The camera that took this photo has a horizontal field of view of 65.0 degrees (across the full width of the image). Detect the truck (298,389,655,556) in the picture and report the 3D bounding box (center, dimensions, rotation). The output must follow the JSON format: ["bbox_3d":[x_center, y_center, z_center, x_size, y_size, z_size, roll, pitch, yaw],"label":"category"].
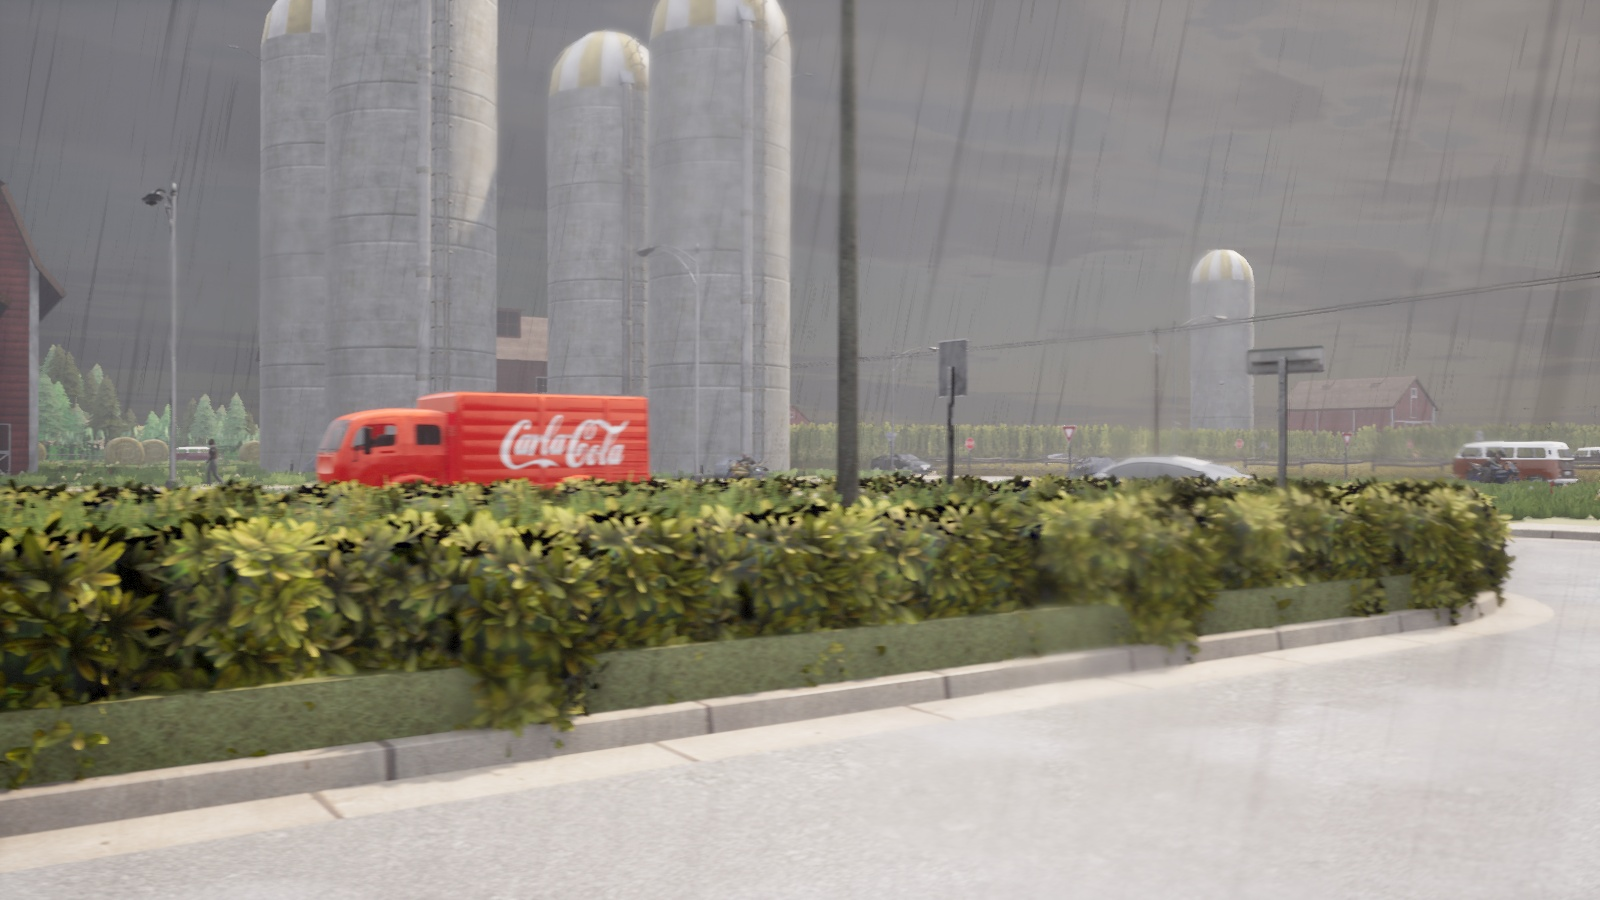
[{"bbox_3d":[-5.375,0.315,21.060,5.204,2.467,2.627,-1,0,-33],"label":"truck"}]

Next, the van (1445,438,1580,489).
[{"bbox_3d":[29.983,0.537,52.943,2.069,2.038,4.480,0,0,-35],"label":"van"}]

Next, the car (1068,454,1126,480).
[{"bbox_3d":[16.682,0.946,70.748,1.994,1.385,4.181,0,0,-4],"label":"car"}]

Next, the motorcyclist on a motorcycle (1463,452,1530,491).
[{"bbox_3d":[27.738,0.844,50.044,0.866,1.530,2.191,0,0,-35],"label":"motorcyclist on a motorcycle"}]

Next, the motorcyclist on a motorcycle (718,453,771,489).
[{"bbox_3d":[-2.435,0.920,55.105,2.191,1.530,0.866,0,0,-36],"label":"motorcyclist on a motorcycle"}]

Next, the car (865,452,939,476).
[{"bbox_3d":[6.506,0.885,80.717,2.128,1.511,4.902,0,0,-34],"label":"car"}]

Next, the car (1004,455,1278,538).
[{"bbox_3d":[6.367,0.815,23.542,4.674,1.442,1.812,0,0,27],"label":"car"}]

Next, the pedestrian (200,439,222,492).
[{"bbox_3d":[-21.516,0.558,45.870,0.666,1.930,0.402,0,0,-36],"label":"pedestrian"}]
